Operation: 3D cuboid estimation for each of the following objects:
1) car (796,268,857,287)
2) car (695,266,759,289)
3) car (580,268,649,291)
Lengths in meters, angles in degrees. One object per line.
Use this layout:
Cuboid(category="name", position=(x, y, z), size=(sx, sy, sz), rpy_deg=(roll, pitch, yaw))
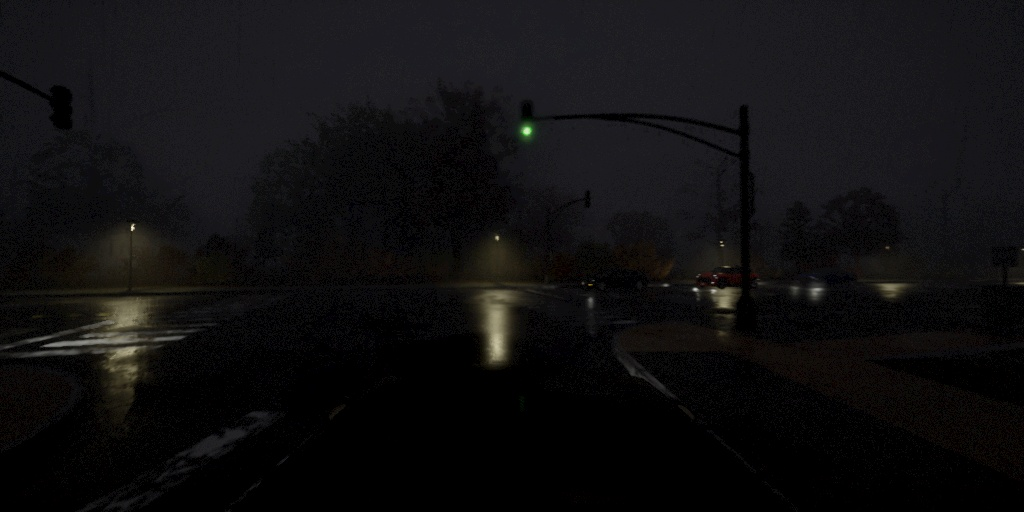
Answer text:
Cuboid(category="car", position=(26.612, 1.796, 30.363), size=(5.008, 1.535, 1.882), rpy_deg=(1, -1, -14))
Cuboid(category="car", position=(16.531, 1.563, 27.638), size=(4.553, 1.767, 2.097), rpy_deg=(1, -1, -15))
Cuboid(category="car", position=(7.118, 1.613, 24.876), size=(4.892, 1.490, 1.837), rpy_deg=(1, -1, -16))
